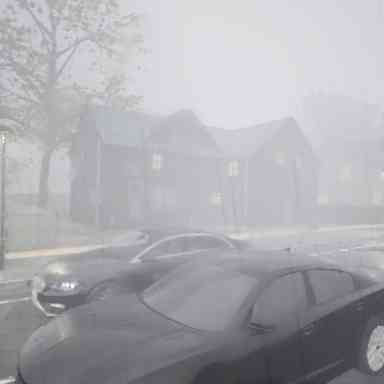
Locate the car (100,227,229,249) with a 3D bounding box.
[{"bbox_3d":[-0.700,1.537,7.145,4.902,1.511,2.128,1,-1,-35],"label":"car"}]

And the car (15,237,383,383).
[{"bbox_3d":[0.632,1.515,4.108,5.008,1.535,1.882,1,-1,-35],"label":"car"}]
